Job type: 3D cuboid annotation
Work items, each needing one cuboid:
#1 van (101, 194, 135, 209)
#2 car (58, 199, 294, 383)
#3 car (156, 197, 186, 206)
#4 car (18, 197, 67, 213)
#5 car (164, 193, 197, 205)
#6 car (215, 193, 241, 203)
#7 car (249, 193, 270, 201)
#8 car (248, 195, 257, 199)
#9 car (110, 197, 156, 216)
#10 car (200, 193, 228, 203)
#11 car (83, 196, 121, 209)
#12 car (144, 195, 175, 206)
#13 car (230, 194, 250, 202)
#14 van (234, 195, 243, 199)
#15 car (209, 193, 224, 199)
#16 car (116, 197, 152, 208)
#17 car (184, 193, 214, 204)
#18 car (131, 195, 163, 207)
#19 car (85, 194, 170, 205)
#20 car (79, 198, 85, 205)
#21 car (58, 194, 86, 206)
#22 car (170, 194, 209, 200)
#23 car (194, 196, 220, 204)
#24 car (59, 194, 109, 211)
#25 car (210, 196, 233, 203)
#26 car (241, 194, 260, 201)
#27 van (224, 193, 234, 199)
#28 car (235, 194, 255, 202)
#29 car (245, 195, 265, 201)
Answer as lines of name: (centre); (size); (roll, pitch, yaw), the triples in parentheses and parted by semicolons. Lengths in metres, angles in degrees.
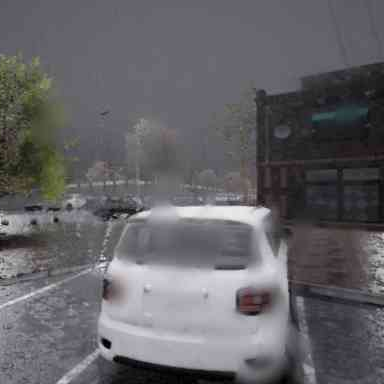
van: (-10.588, 1.338, 47.749); (4.442, 1.987, 1.878); (-1, 0, 14)
car: (0.542, 1.239, 5.818); (2.435, 2.045, 5.566); (0, -1, 15)
car: (-3.658, 1.596, 57.719); (4.792, 1.488, 2.163); (-1, -1, 14)
car: (-17.280, 1.586, 37.709); (4.792, 1.488, 2.163); (-1, 0, 14)
car: (-2.025, 1.316, 60.239); (5.566, 2.045, 2.435); (-1, 0, 14)
car: (8.206, 1.319, 75.240); (5.566, 2.045, 2.435); (-1, -1, 14)
car: (18.323, 1.323, 90.252); (5.566, 2.045, 2.435); (-1, 0, 14)
car: (6.668, 1.535, 42.807); (4.892, 1.521, 2.231); (1, 0, 14)
car: (-6.047, 1.403, 34.519); (2.097, 1.767, 4.553); (0, 0, 34)
car: (4.756, 1.318, 70.249); (5.566, 2.045, 2.435); (-1, 0, 14)
car: (-12.198, 1.436, 45.237); (4.553, 1.767, 2.185); (-1, -1, 14)
car: (-5.358, 1.439, 55.218); (4.553, 1.767, 2.185); (-1, 0, 14)
car: (11.542, 1.446, 80.250); (4.553, 1.767, 2.185); (-1, -1, 14)
van: (3.469, 1.307, 37.887); (4.442, 1.987, 1.878); (1, 0, 14)
car: (0.007, 1.277, 33.013); (5.566, 2.045, 2.435); (1, 1, 14)
car: (-8.781, 1.565, 50.230); (4.892, 1.521, 2.231); (-1, -1, 14)
car: (1.426, 1.316, 65.224); (5.566, 2.045, 2.435); (-1, -1, 14)
car: (-7.050, 1.439, 52.706); (4.553, 1.767, 2.185); (-1, 0, 14)
car: (-4.919, 1.273, 25.668); (5.566, 2.045, 2.435); (1, 0, 14)
car: (-9.998, 1.662, 37.990); (1.895, 1.301, 4.718); (0, 0, 34)
car: (-15.588, 1.307, 40.216); (5.566, 2.045, 2.435); (-1, 0, 14)
car: (-1.655, 1.275, 30.565); (5.566, 2.045, 2.435); (1, 1, 14)
car: (3.100, 1.570, 67.721); (4.892, 1.521, 2.231); (-1, 0, 14)
car: (-13.837, 1.308, 42.726); (5.566, 2.045, 2.435); (-1, -1, 14)
car: (6.515, 1.599, 72.733); (4.792, 1.488, 2.163); (-1, -1, 14)
car: (14.990, 1.447, 85.240); (4.553, 1.767, 2.185); (-1, 0, 14)
van: (1.808, 1.306, 35.438); (4.442, 1.987, 1.878); (1, 0, 14)
car: (13.235, 1.447, 82.759); (4.553, 1.767, 2.185); (-1, -1, 14)
car: (16.653, 1.574, 87.755); (4.892, 1.521, 2.231); (-1, -1, 14)
